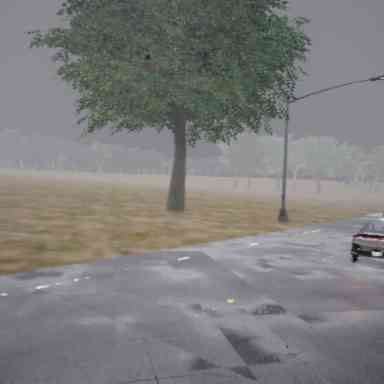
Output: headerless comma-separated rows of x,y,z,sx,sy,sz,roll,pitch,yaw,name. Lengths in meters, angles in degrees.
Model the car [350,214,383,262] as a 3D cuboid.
7.433,1.837,12.585,2.128,1.511,4.902,3,0,38,car
